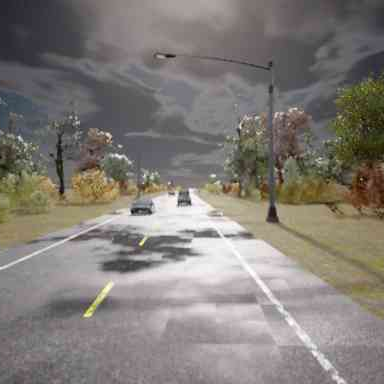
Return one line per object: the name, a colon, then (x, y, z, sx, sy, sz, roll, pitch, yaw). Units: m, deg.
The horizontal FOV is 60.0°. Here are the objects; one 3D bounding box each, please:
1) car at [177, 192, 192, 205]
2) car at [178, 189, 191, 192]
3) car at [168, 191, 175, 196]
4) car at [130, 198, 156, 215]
car: (-0.994, 1.032, 44.384, 1.895, 1.301, 4.718, -1, 1, -1)
car: (-1.475, 0.413, 62.936, 2.150, 2.045, 5.566, -1, 1, -1)
car: (-5.608, 0.403, 90.910, 2.033, 1.411, 5.357, -1, 1, -1)
car: (-4.322, 1.209, 29.921, 2.033, 1.411, 5.357, -1, 1, -2)
